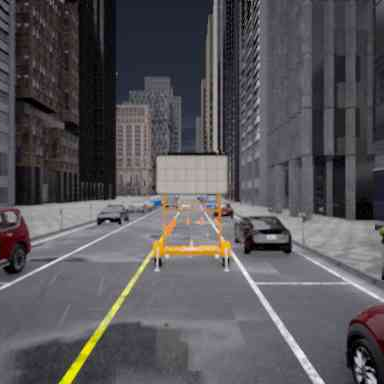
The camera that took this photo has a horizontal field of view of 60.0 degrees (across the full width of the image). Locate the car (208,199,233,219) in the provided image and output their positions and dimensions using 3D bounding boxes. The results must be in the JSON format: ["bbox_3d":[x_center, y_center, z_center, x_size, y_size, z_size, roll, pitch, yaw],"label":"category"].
[{"bbox_3d":[2.760,1.645,30.522,1.887,1.381,4.507,0,0,0],"label":"car"}]

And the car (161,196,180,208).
[{"bbox_3d":[-3.042,1.713,50.770,2.033,1.411,5.357,0,0,1],"label":"car"}]

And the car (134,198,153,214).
[{"bbox_3d":[-5.765,1.669,36.158,2.008,1.369,4.403,0,0,0],"label":"car"}]

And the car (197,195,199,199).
[{"bbox_3d":[2.761,1.811,75.647,1.947,1.339,4.313,0,0,0],"label":"car"}]

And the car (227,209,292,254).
[{"bbox_3d":[2.760,1.611,13.599,1.947,1.339,4.313,0,0,0],"label":"car"}]

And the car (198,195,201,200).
[{"bbox_3d":[2.761,1.809,70.006,1.802,1.307,4.206,0,0,0],"label":"car"}]

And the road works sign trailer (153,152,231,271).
[{"bbox_3d":[0.000,0.500,10.988,2.380,3.560,2.880,0,0,0],"label":"road works sign trailer"}]

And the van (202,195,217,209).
[{"bbox_3d":[2.760,1.496,47.444,1.690,1.788,3.998,0,0,0],"label":"van"}]

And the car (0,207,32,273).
[{"bbox_3d":[-5.767,1.341,7.955,2.192,1.841,5.009,0,0,0],"label":"car"}]

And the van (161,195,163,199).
[{"bbox_3d":[-5.765,1.514,53.080,1.690,1.788,3.998,0,0,0],"label":"van"}]

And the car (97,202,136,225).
[{"bbox_3d":[-5.765,1.647,24.876,1.947,1.339,4.313,0,0,0],"label":"car"}]

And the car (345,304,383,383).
[{"bbox_3d":[2.759,1.448,2.319,1.967,1.590,4.097,0,0,0],"label":"car"}]

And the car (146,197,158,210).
[{"bbox_3d":[-5.765,1.661,41.628,1.752,1.417,4.829,0,0,0],"label":"car"}]

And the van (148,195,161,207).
[{"bbox_3d":[-5.766,1.496,47.440,1.690,1.788,3.998,0,0,0],"label":"van"}]

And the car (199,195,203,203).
[{"bbox_3d":[2.761,1.791,64.365,1.802,1.307,4.206,0,0,0],"label":"car"}]
